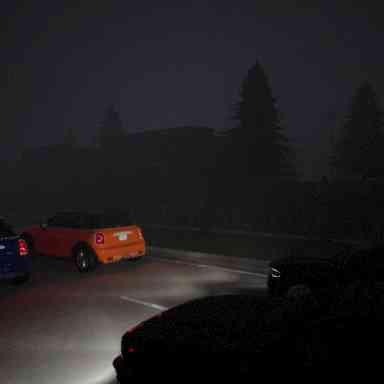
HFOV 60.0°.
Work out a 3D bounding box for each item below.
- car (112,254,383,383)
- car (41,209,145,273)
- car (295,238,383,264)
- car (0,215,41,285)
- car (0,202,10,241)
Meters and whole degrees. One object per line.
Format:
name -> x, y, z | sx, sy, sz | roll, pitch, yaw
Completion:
car -> 1.762, 1.547, 2.738 | 5.357, 1.411, 2.033 | 0, 0, 36
car -> -3.738, 1.352, 10.958 | 4.553, 1.767, 2.097 | 0, 0, 36
car -> 3.760, 1.478, 5.613 | 5.008, 1.535, 1.882 | 0, 0, 36
car -> -6.068, 1.352, 8.321 | 4.553, 1.767, 2.097 | 0, 0, 36
car -> -11.007, 1.352, 16.125 | 4.553, 1.767, 2.097 | 0, 0, 36
